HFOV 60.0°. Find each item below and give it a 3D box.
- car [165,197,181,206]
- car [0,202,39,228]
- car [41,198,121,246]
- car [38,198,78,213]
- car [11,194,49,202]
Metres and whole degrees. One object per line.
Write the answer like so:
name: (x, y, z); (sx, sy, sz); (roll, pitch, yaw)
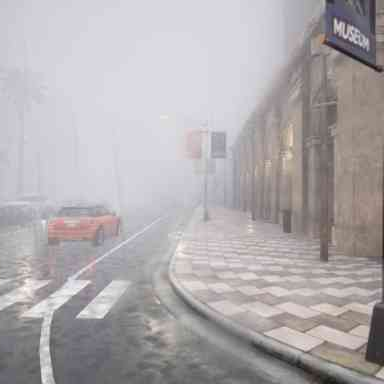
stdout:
car: (-3.063, 1.502, 55.002); (1.882, 1.535, 5.008); (-1, 0, 8)
car: (-11.697, 1.546, 20.057); (2.033, 1.411, 5.357); (0, 0, 2)
car: (-4.725, 1.339, 15.305); (2.097, 1.767, 4.553); (0, 0, 2)
car: (-11.395, 1.523, 29.480); (1.812, 1.442, 4.674); (0, 0, 2)
car: (-14.871, 1.219, 30.347); (2.150, 2.045, 5.566); (0, 0, 2)
